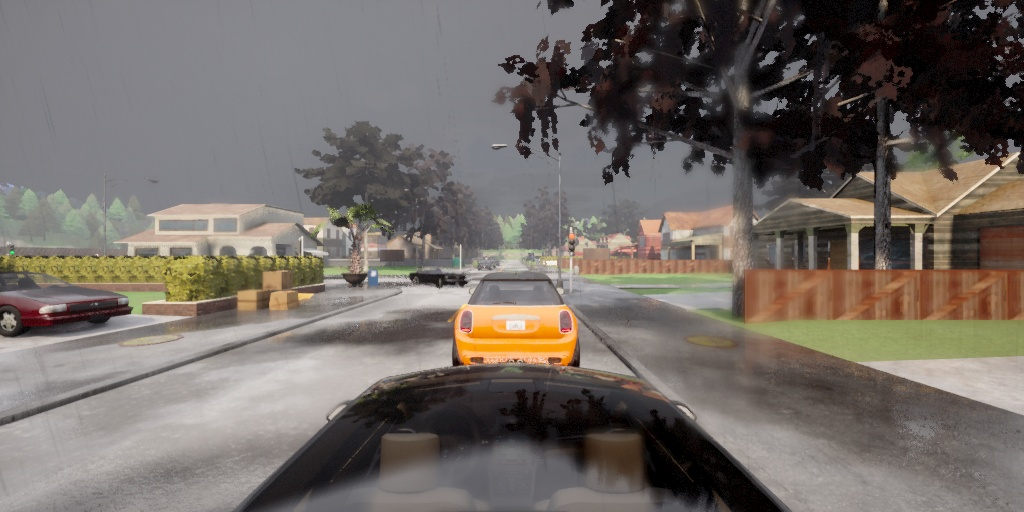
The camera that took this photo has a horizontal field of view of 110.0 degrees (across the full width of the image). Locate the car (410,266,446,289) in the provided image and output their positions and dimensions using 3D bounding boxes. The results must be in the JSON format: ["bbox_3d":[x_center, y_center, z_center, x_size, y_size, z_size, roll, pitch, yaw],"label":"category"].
[{"bbox_3d":[-4.743,1.351,23.268,1.895,1.301,4.718,0,0,-42],"label":"car"}]

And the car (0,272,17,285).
[{"bbox_3d":[-40.657,1.275,26.733,4.674,1.442,1.812,0,0,1],"label":"car"}]

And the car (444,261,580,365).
[{"bbox_3d":[0.097,1.102,7.727,2.097,1.767,4.553,0,0,1],"label":"car"}]

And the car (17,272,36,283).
[{"bbox_3d":[-44.651,1.314,30.905,4.181,1.385,1.994,0,0,1],"label":"car"}]

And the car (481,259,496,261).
[{"bbox_3d":[-3.686,1.255,49.935,1.837,1.490,4.892,0,0,1],"label":"car"}]

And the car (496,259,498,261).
[{"bbox_3d":[-3.593,1.241,59.275,2.128,1.511,4.902,0,0,1],"label":"car"}]
